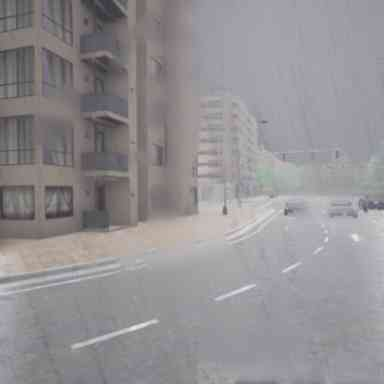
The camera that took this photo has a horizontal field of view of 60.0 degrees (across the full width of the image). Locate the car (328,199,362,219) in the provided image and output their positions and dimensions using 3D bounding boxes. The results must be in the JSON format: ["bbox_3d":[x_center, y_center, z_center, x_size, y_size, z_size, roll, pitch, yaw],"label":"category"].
[{"bbox_3d":[11.911,1.351,26.443,1.895,1.301,4.718,0,0,19],"label":"car"}]

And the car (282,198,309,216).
[{"bbox_3d":[9.135,1.285,29.095,1.812,1.442,4.674,0,0,19],"label":"car"}]

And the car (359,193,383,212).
[{"bbox_3d":[18.094,1.009,33.445,2.097,1.767,4.553,0,0,19],"label":"car"}]
